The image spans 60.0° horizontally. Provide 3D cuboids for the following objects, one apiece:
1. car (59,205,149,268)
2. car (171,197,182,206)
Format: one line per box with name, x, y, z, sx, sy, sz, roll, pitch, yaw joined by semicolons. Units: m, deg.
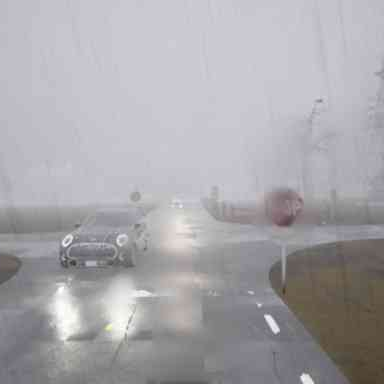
car;-2.745;1.371;11.315;2.097;1.767;4.553;0;0;0
car;-2.715;1.710;60.047;1.812;1.442;4.674;0;1;0
